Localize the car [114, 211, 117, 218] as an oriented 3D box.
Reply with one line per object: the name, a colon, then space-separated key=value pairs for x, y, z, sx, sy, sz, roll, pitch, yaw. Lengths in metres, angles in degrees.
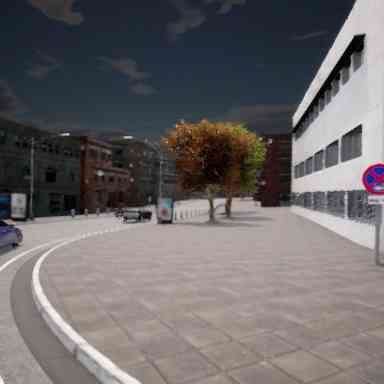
car: x=-8.036 y=2.636 z=41.775 sx=1.895 sy=1.301 sz=4.718 roll=1 pitch=-2 yaw=12

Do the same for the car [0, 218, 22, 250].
car: x=-8.298 y=1.701 z=13.234 sx=1.812 sy=1.442 sz=4.674 roll=1 pitch=-1 yaw=-12

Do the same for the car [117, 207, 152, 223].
car: x=-5.625 y=2.375 z=35.077 sx=2.128 sy=1.511 sz=4.902 roll=1 pitch=-2 yaw=11
